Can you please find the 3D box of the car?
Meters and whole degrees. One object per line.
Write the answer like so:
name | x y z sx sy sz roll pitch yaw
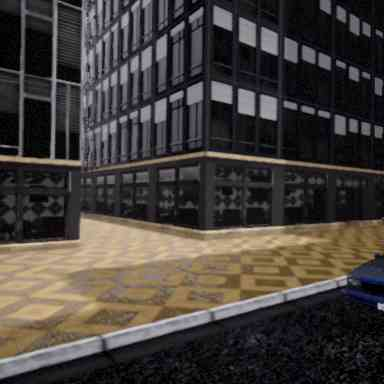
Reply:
car | 5.560 1.674 7.341 5.357 1.411 2.033 1 -1 -35
